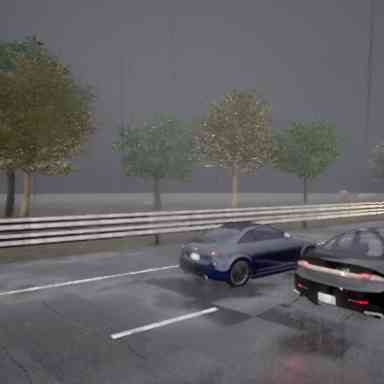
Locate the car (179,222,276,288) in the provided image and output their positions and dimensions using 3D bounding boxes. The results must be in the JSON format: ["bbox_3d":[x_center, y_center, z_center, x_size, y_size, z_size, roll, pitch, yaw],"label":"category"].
[{"bbox_3d":[1.711,1.536,9.264,4.181,1.385,1.994,0,0,-36],"label":"car"}]

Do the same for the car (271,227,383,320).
[{"bbox_3d":[4.110,1.462,6.678,4.902,1.511,2.128,0,0,-35],"label":"car"}]
